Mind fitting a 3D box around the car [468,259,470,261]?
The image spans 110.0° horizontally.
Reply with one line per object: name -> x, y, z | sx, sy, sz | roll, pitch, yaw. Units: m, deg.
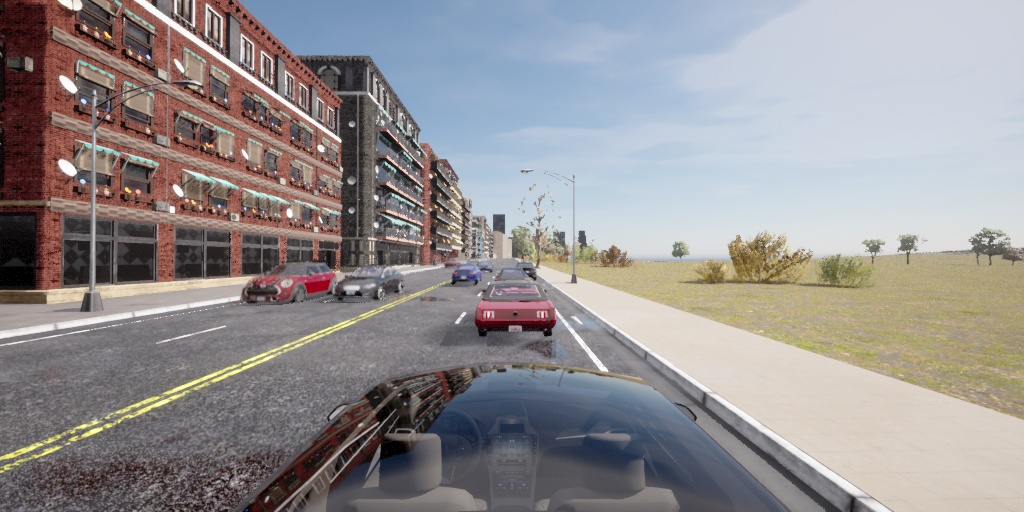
car -> -6.743, 1.245, 60.604 | 2.128, 1.511, 4.902 | 0, 0, 0

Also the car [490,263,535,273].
car -> 0.039, 1.317, 20.331 | 1.994, 1.385, 4.181 | 0, 0, 0

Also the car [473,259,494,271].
car -> -3.274, 1.301, 44.669 | 2.033, 1.411, 5.357 | 0, 0, 0

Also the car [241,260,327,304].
car -> -9.892, 1.104, 16.367 | 2.097, 1.767, 4.553 | 0, 0, 0

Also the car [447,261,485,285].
car -> -3.219, 1.279, 26.100 | 1.812, 1.442, 4.674 | 0, 0, 0

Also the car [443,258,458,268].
car -> -9.991, 1.103, 59.499 | 2.097, 1.767, 4.553 | 0, 0, 0

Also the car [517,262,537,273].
car -> 1.056, 1.259, 30.325 | 1.837, 1.490, 4.892 | 0, 0, 0

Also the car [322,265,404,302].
car -> -6.645, 1.244, 17.217 | 2.128, 1.511, 4.902 | 0, 0, 0

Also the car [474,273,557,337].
car -> 0.076, 1.352, 10.301 | 1.895, 1.301, 4.718 | 0, 0, 0
